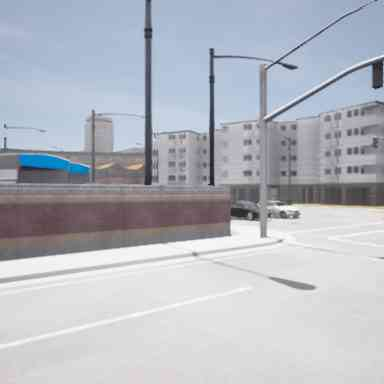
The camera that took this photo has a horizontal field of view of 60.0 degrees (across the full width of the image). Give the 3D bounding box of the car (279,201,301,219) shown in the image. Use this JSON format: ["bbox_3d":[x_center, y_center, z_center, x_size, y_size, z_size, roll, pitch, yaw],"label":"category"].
[{"bbox_3d":[7.290,1.499,29.112,1.812,1.442,4.674,0,0,-36],"label":"car"}]

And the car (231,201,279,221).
[{"bbox_3d":[4.345,1.483,27.190,1.837,1.490,4.892,0,0,-35],"label":"car"}]
